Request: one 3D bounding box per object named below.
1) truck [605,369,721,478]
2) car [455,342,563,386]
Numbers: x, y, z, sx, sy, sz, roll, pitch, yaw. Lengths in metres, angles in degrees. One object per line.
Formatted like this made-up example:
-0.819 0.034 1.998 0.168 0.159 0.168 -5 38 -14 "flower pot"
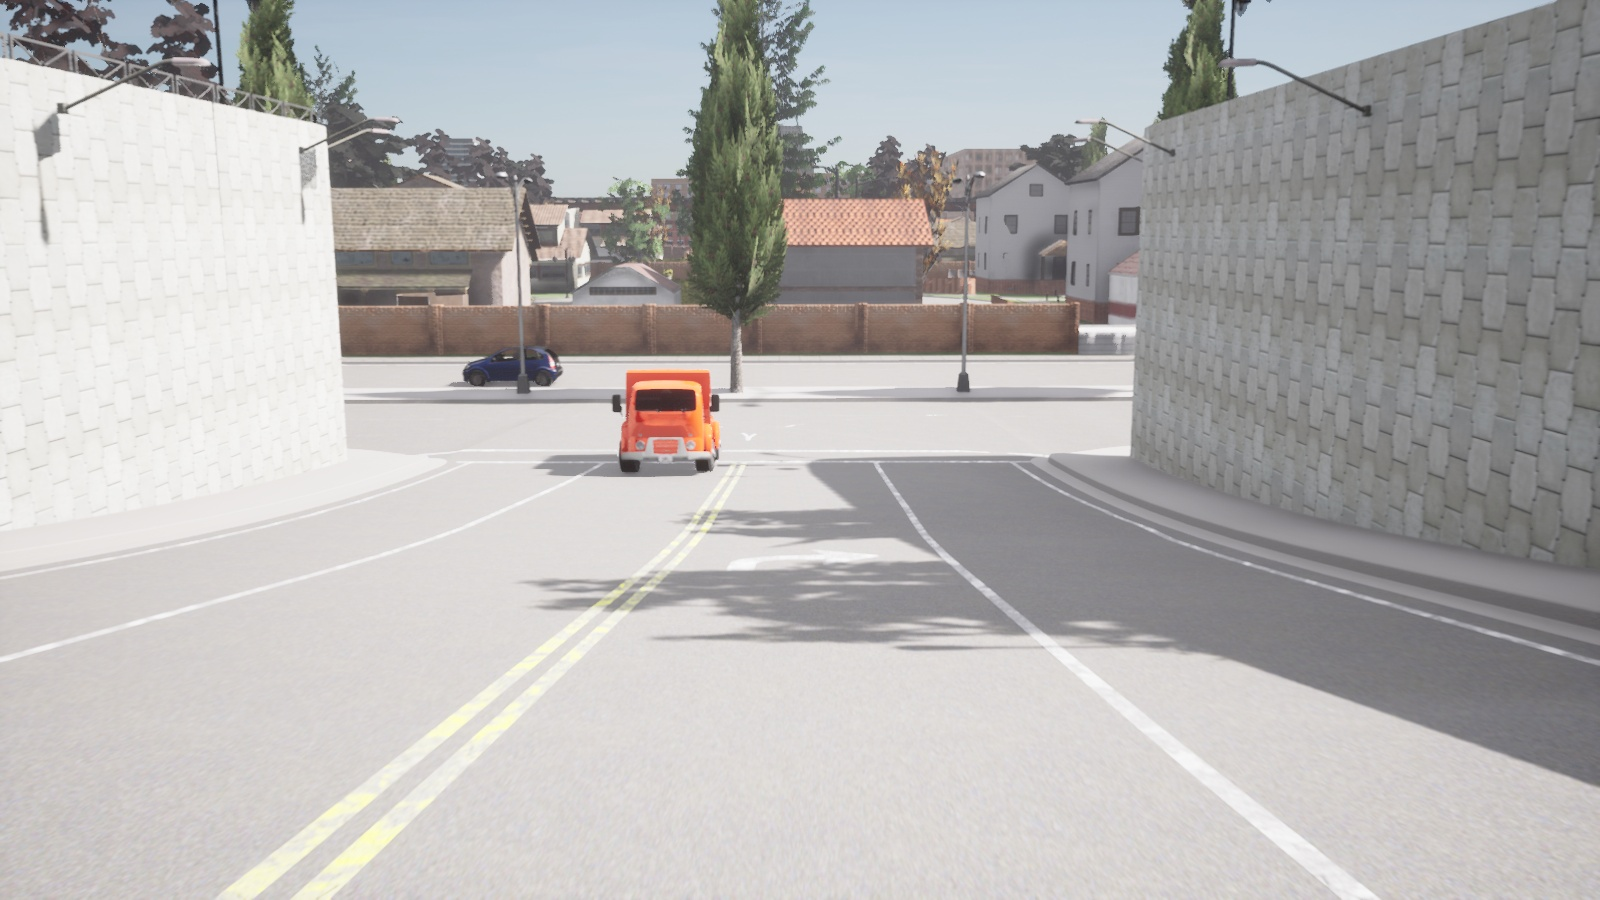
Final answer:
-3.282 -0.778 31.251 2.627 2.467 5.204 0 4 -4 "truck"
-11.984 -3.570 51.879 3.988 1.617 1.851 0 10 -1 "car"
